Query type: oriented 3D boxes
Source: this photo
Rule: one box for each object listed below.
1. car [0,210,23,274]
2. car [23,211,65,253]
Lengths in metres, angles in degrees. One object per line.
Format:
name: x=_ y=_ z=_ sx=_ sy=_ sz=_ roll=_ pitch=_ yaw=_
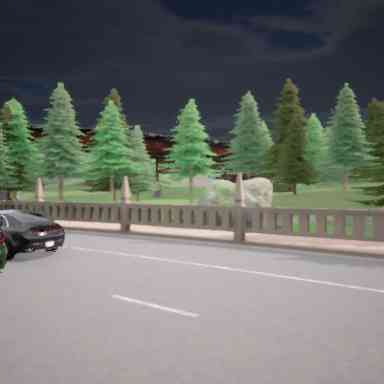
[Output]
car: x=-6.878 y=1.160 z=8.038 sx=5.566 sy=2.045 sz=2.150 roll=0 pitch=0 yaw=30
car: x=-6.690 y=1.417 z=11.903 sx=4.892 sy=1.490 sz=1.837 roll=0 pitch=0 yaw=29
